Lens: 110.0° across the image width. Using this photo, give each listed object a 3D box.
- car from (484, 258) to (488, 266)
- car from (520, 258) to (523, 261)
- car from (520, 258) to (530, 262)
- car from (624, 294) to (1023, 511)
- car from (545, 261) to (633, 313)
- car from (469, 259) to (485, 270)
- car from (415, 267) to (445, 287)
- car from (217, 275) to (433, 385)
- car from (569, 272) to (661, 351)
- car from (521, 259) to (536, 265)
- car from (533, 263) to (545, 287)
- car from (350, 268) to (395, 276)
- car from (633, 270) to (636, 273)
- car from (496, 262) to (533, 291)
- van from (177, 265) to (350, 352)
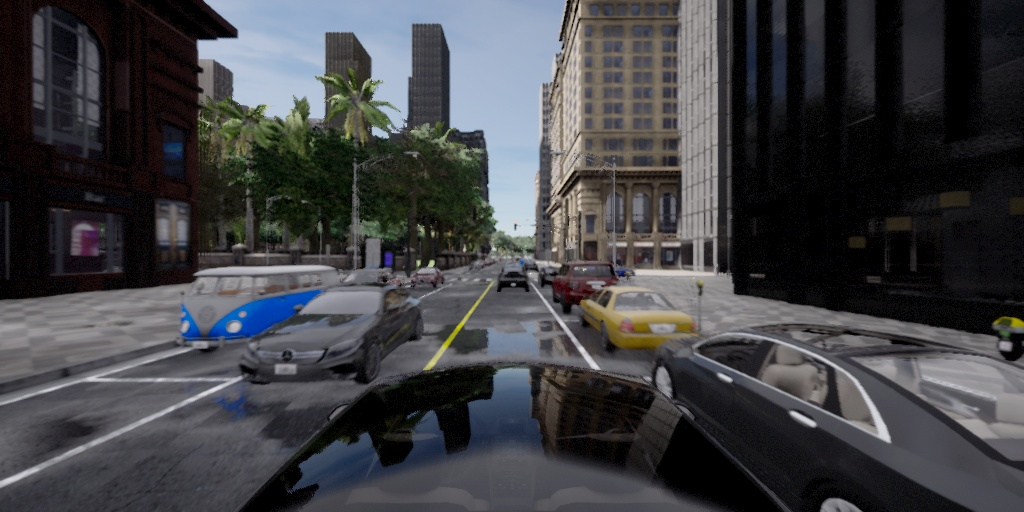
[{"bbox_3d":[-5.797,1.390,62.286,1.967,1.591,4.097,0,0,0],"label":"car"},{"bbox_3d":[2.728,1.456,62.442,1.751,1.417,4.829,0,0,0],"label":"car"},{"bbox_3d":[2.732,1.481,56.851,1.948,1.339,4.313,0,0,0],"label":"car"},{"bbox_3d":[2.765,1.300,3.293,2.007,1.370,4.403,0,0,0],"label":"car"},{"bbox_3d":[2.759,1.101,14.143,2.192,1.841,5.009,0,0,0],"label":"car"},{"bbox_3d":[-5.794,1.486,56.865,2.007,1.370,4.403,0,0,0],"label":"car"},{"bbox_3d":[-5.774,1.423,25.006,1.802,1.307,4.207,0,0,0],"label":"car"},{"bbox_3d":[-3.097,1.302,7.243,1.812,1.442,4.674,0,0,0],"label":"car"},{"bbox_3d":[2.762,1.294,8.888,1.751,1.417,4.829,0,0,0],"label":"car"},{"bbox_3d":[2.735,1.466,51.431,1.948,1.339,4.313,0,0,0],"label":"car"},{"bbox_3d":[2.752,1.388,24.994,1.948,1.339,4.313,0,0,0],"label":"car"},{"bbox_3d":[-5.767,1.246,14.154,1.967,1.591,4.097,0,0,0],"label":"car"},{"bbox_3d":[10.090,1.508,36.614,5.008,1.535,1.882,1,-1,-2],"label":"car"},{"bbox_3d":[0.076,1.325,22.217,1.837,1.490,4.892,0,0,0],"label":"car"},{"bbox_3d":[-5.763,1.128,8.727,1.690,1.789,3.998,0,0,0],"label":"van"}]
